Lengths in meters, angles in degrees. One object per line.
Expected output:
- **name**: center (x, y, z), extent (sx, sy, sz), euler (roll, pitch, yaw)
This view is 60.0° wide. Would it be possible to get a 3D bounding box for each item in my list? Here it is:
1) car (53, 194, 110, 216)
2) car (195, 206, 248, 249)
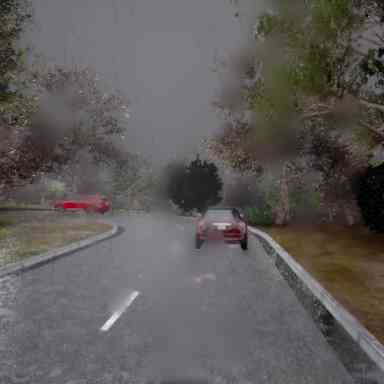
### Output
- **car**: center (-10.902, 1.225, 33.020), extent (5.566, 2.045, 2.150), euler (1, -1, 13)
- **car**: center (1.265, 1.393, 15.007), extent (2.097, 1.767, 4.553), euler (0, 0, 3)
